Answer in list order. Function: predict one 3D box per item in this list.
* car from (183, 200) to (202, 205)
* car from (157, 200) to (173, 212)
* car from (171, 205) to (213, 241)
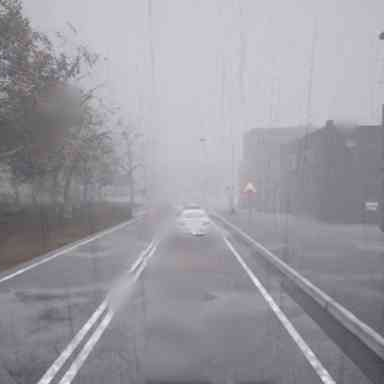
[{"bbox_3d":[0.040,1.589,34.874,1.812,1.442,4.674,0,6,0],"label":"car"},{"bbox_3d":[-3.426,1.814,43.383,2.033,1.411,5.357,0,0,0],"label":"car"},{"bbox_3d":[0.086,1.589,17.041,1.812,1.442,4.674,0,0,0],"label":"car"}]
